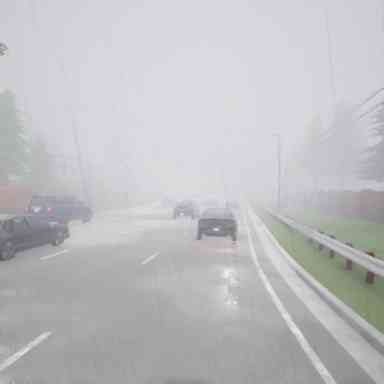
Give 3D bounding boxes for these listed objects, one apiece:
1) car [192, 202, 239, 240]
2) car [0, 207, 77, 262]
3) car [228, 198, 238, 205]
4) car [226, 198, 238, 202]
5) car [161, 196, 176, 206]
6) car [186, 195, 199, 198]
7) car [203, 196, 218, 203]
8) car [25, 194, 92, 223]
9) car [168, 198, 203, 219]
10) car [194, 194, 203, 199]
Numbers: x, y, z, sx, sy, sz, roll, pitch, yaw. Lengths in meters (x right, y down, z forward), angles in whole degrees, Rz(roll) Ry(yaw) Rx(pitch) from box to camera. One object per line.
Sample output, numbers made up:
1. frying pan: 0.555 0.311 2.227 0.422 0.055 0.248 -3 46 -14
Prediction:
1. car: 1.393 1.539 17.423 1.882 1.535 5.008 1 0 7
2. car: -6.515 1.507 12.032 2.033 1.411 5.357 1 0 8
3. car: 8.326 1.865 67.174 1.895 1.301 4.718 1 0 8
4. car: 6.163 1.766 51.305 1.994 1.385 4.181 1 0 8
5. car: -3.772 1.457 55.992 2.097 1.767 4.553 1 0 7
6. car: -0.570 1.614 54.064 1.882 1.535 5.008 1 -1 9
7. car: 3.575 1.758 58.635 1.994 1.385 4.181 1 0 8
8. car: -8.632 1.181 21.938 2.150 2.045 5.566 1 0 8
9. car: -0.478 1.575 29.544 1.837 1.490 4.892 1 -1 8
10. car: 1.418 1.420 68.283 2.150 2.045 5.566 1 0 8
